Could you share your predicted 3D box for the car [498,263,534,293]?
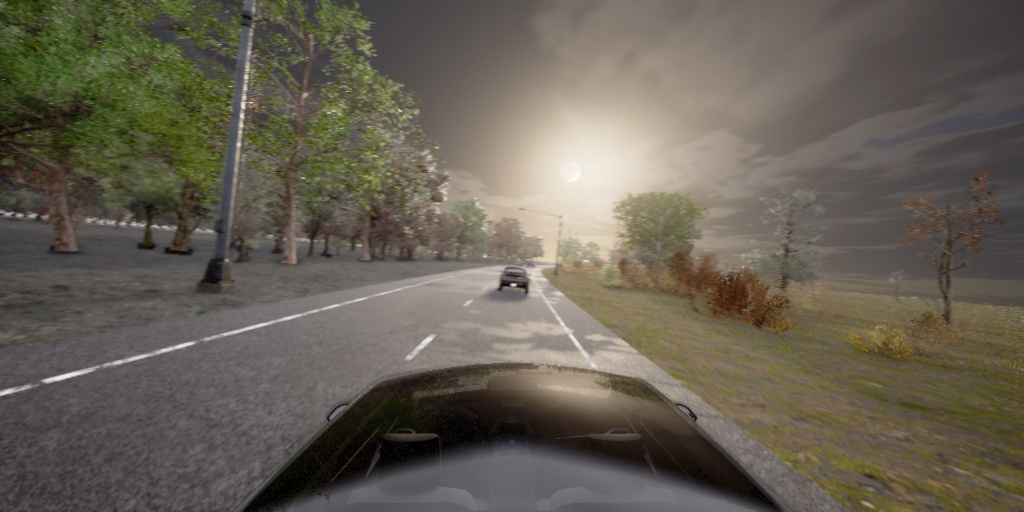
[{"bbox_3d":[0.183,1.444,23.147,1.837,1.490,4.892,6,0,1],"label":"car"}]
